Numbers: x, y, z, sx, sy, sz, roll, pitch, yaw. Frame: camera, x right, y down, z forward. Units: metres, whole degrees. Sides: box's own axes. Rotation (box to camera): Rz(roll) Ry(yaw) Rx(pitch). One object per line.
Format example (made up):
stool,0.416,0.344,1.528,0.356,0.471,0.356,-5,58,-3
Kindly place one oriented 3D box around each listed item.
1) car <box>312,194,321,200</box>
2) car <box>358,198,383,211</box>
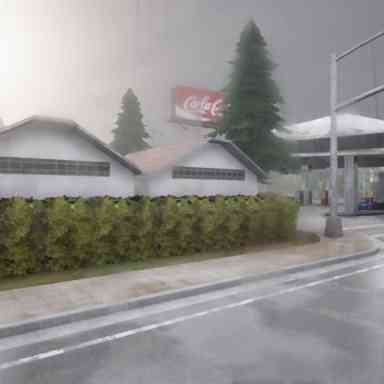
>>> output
car,32.789,1.358,89.476,2.152,1.636,5.027,0,0,-36
car,21.736,1.495,39.979,4.611,1.667,2.242,0,0,-36
